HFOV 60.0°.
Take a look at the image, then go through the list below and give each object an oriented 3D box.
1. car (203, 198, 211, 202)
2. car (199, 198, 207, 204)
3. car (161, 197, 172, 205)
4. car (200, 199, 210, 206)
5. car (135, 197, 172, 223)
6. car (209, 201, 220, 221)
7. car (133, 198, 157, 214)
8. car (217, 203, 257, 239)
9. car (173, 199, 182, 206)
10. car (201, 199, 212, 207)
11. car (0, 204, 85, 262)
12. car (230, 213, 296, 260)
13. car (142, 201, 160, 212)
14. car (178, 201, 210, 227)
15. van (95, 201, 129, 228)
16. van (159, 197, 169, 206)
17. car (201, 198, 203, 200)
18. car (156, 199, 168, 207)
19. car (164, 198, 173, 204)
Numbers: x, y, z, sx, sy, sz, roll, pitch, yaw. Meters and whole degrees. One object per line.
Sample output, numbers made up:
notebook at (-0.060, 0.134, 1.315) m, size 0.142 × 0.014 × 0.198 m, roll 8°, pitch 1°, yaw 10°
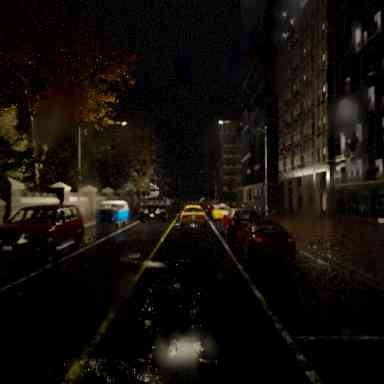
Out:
car at (2.690, 1.791, 40.795) m, size 1.967 × 1.590 × 4.097 m, roll 1°, pitch 0°, yaw 0°
car at (2.681, 2.167, 80.284) m, size 1.752 × 1.417 × 4.829 m, roll 1°, pitch 0°, yaw 0°
car at (-5.697, 2.040, 74.516) m, size 1.967 × 1.590 × 4.097 m, roll 1°, pitch 0°, yaw 0°
car at (2.684, 2.105, 68.881) m, size 1.887 × 1.381 × 4.507 m, roll 1°, pitch 0°, yaw 0°
car at (-3.106, 1.470, 28.533) m, size 2.150 × 2.045 × 5.566 m, roll 0°, pitch 0°, yaw 0°
car at (2.692, 1.785, 29.729) m, size 1.752 × 1.417 × 4.829 m, roll 1°, pitch 0°, yaw 0°
car at (-5.688, 1.665, 40.835) m, size 2.192 × 1.841 × 5.009 m, roll 1°, pitch 0°, yaw 0°
car at (2.695, 1.603, 18.325) m, size 1.967 × 1.590 × 4.097 m, roll 1°, pitch 0°, yaw 0°
car at (-3.016, 2.139, 69.203) m, size 1.895 × 1.301 × 4.718 m, roll 0°, pitch 0°, yaw 0°
car at (2.685, 2.064, 63.264) m, size 1.887 × 1.381 × 4.507 m, roll 1°, pitch 0°, yaw 0°
car at (-5.682, 1.429, 12.766) m, size 2.192 × 1.841 × 5.009 m, roll 1°, pitch -1°, yaw 0°
car at (2.695, 1.696, 12.707) m, size 1.802 × 1.307 × 4.206 m, roll 1°, pitch 0°, yaw 0°
car at (-5.692, 1.939, 46.447) m, size 1.887 × 1.381 × 4.507 m, roll 1°, pitch 0°, yaw 0°
car at (0.094, 1.670, 24.528) m, size 1.801 × 1.575 × 5.366 m, roll 0°, pitch -1°, yaw 0°
van at (-5.685, 1.552, 23.993) m, size 1.690 × 1.788 × 3.998 m, roll 1°, pitch 0°, yaw 0°
van at (-5.694, 1.901, 68.903) m, size 1.690 × 1.788 × 3.998 m, roll 1°, pitch 0°, yaw 0°
car at (2.687, 1.982, 52.029) m, size 1.887 × 1.381 × 4.507 m, roll 1°, pitch 0°, yaw 0°
car at (-5.695, 2.043, 63.118) m, size 1.752 × 1.417 × 4.829 m, roll 1°, pitch 0°, yaw 0°
car at (-5.699, 2.164, 79.959) m, size 1.752 × 1.417 × 4.829 m, roll 1°, pitch 0°, yaw 0°
